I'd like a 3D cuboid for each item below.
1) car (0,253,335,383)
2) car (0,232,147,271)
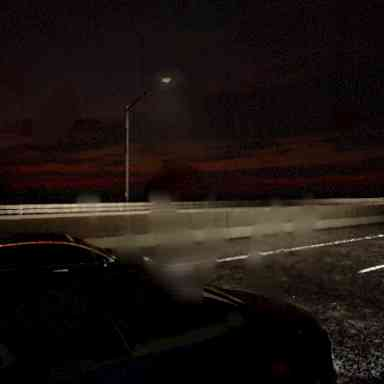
[{"bbox_3d":[-0.415,1.567,3.449,4.181,1.385,1.994,0,0,-35],"label":"car"},{"bbox_3d":[-2.693,1.507,6.123,4.892,1.490,1.837,0,0,-35],"label":"car"}]
